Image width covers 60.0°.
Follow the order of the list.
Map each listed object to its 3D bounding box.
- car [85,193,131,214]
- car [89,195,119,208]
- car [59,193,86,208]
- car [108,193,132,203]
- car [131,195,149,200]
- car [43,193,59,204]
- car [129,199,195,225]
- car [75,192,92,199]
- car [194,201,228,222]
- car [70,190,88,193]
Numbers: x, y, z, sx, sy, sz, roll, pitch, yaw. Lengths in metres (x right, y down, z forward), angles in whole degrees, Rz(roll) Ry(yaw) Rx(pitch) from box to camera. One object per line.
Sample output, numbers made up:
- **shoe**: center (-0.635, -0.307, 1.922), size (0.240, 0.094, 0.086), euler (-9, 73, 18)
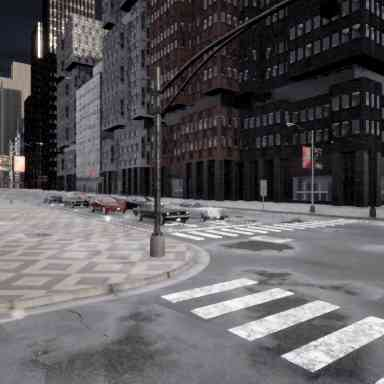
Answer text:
- **car**: center (-7.592, 1.100, 29.781), size (1.882, 1.535, 5.008), euler (0, 1, -36)
- **car**: center (-10.483, 1.082, 39.381), size (1.895, 1.301, 4.718), euler (0, 1, -36)
- **car**: center (-13.066, 1.087, 37.407), size (1.895, 1.301, 4.718), euler (0, 1, -36)
- **car**: center (-11.344, 0.912, 52.049), size (1.895, 1.301, 4.718), euler (0, 1, -36)
- **car**: center (-4.996, 1.094, 31.741), size (1.882, 1.535, 5.008), euler (0, 1, -36)
- **car**: center (-19.284, 0.875, 46.119), size (2.033, 1.411, 5.357), euler (0, 1, -35)
- **car**: center (-2.113, 1.355, 22.158), size (1.895, 1.301, 4.718), euler (0, 1, -36)
- **car**: center (-21.760, 0.635, 66.539), size (1.895, 1.301, 4.718), euler (0, 1, -36)
- **car**: center (0.485, 1.350, 24.113), size (1.895, 1.301, 4.718), euler (0, 1, -36)
- **car**: center (-16.438, 0.680, 47.722), size (2.097, 1.767, 4.553), euler (0, 1, -36)
